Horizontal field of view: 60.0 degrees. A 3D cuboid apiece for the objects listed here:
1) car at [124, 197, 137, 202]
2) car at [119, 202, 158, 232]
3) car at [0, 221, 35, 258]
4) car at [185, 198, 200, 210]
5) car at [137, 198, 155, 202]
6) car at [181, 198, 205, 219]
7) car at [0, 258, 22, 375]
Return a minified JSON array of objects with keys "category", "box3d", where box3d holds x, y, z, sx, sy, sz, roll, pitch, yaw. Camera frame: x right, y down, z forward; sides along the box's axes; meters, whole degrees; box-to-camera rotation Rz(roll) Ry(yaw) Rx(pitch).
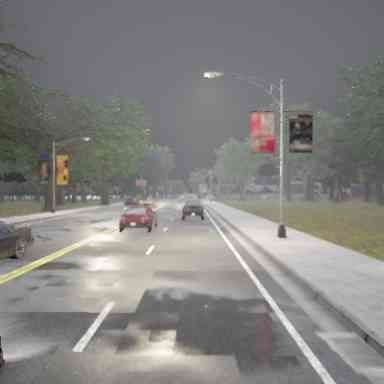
[{"category":"car","box3d":[-9.822,1.619,54.537,1.882,1.535,5.008,0,0,0]},{"category":"car","box3d":[-3.155,1.551,20.086,1.812,1.442,4.674,0,0,0]},{"category":"car","box3d":[-6.600,1.555,9.747,2.033,1.411,5.357,0,0,0]},{"category":"car","box3d":[0.089,1.580,45.022,1.882,1.535,5.008,0,0,0]},{"category":"car","box3d":[-6.587,1.599,49.864,1.882,1.535,5.008,0,0,0]},{"category":"car","box3d":[0.093,1.555,29.339,1.837,1.490,4.892,0,0,0]},{"category":"car","box3d":[-3.151,1.564,2.154,1.994,1.385,4.181,0,0,0]}]
